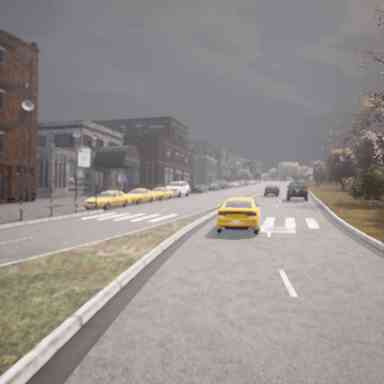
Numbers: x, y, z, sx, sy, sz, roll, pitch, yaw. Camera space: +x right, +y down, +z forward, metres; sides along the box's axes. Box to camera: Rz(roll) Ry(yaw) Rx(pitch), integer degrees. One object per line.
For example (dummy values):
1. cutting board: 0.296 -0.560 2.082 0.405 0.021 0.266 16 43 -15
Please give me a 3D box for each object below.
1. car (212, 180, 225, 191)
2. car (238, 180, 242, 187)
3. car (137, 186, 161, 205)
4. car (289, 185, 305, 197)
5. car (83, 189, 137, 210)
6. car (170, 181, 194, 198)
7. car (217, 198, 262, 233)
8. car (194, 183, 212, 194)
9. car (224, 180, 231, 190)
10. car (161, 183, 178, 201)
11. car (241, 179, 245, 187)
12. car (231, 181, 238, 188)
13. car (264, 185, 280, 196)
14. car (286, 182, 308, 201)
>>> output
1. car: 4.423 -0.993 64.865 2.231 1.521 4.892 0 2 17
2. car: 10.746 -1.883 85.691 1.946 1.575 5.366 0 2 17
3. car: -5.295 0.363 32.868 1.946 1.575 5.366 0 2 17
4. car: 14.723 -0.222 46.872 2.033 1.411 5.357 0 2 17
5. car: -6.908 0.590 27.590 1.946 1.575 5.366 0 2 17
6. car: -2.003 -0.346 43.693 2.435 2.045 5.566 0 2 17
7. car: 2.422 1.023 16.529 1.882 1.535 5.008 0 2 13
8. car: 1.200 -0.514 54.267 2.163 1.488 4.792 0 2 17
9. car: 6.014 -1.469 70.104 2.435 2.045 5.566 0 2 17
10. car: -3.691 0.138 38.150 1.946 1.575 5.366 0 2 17
11. car: 12.412 -2.238 91.176 2.185 1.767 4.553 0 2 17
12. car: 8.698 -1.599 79.138 2.231 1.521 4.892 0 2 18
13. car: 11.121 -0.211 46.203 1.837 1.490 4.892 0 2 17
14. car: 11.589 -0.112 36.687 2.150 2.045 5.566 0 2 17
